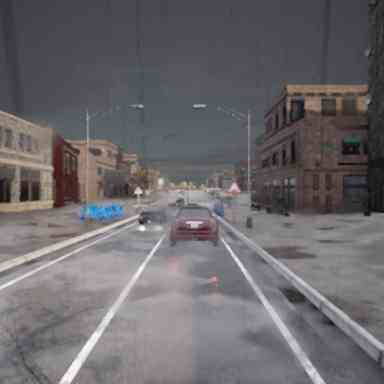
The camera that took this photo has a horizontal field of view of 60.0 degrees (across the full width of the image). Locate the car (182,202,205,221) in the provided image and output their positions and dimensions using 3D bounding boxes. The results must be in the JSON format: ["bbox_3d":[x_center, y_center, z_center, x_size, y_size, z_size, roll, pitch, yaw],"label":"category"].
[{"bbox_3d":[0.112,1.795,32.571,2.033,1.411,5.357,0,1,0],"label":"car"}]

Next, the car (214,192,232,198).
[{"bbox_3d":[8.206,0.838,88.564,4.674,1.452,2.002,0,2,-1],"label":"car"}]

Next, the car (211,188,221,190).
[{"bbox_3d":[8.140,0.579,91.312,4.553,1.767,2.185,0,2,-1],"label":"car"}]

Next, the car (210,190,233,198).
[{"bbox_3d":[8.048,0.891,85.804,5.366,1.575,1.946,0,2,-1],"label":"car"}]

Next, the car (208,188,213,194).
[{"bbox_3d":[8.170,0.365,94.062,5.566,2.045,2.435,0,2,-1],"label":"car"}]

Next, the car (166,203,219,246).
[{"bbox_3d":[0.104,1.448,15.869,2.097,1.767,4.553,0,-1,0],"label":"car"}]

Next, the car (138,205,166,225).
[{"bbox_3d":[-3.035,1.791,26.693,2.033,1.411,5.357,0,-1,1],"label":"car"}]
